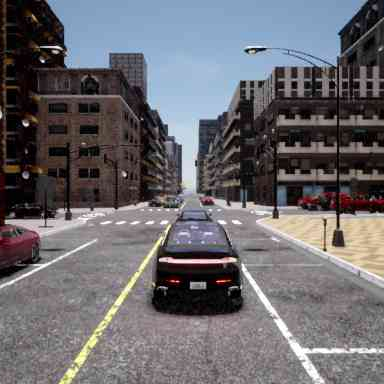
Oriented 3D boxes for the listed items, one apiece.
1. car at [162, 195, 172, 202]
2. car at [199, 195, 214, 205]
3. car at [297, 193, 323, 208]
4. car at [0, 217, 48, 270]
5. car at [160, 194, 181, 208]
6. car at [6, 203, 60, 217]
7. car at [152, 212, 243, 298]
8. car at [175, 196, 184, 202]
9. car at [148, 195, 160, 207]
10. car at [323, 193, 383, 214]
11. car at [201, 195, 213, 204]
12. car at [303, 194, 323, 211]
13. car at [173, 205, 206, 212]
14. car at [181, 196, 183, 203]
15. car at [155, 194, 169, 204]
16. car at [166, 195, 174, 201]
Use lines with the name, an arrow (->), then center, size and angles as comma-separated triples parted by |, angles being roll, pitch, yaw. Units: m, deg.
car -> -5.613, 1.471, 74.031 | 1.967, 1.590, 4.097 | 0, 0, 0
car -> 2.748, 1.458, 56.976 | 1.967, 1.590, 4.097 | 0, 0, 0
car -> 14.598, 1.015, 37.595 | 5.009, 1.841, 2.192 | -1, 1, 0
car -> -5.732, 1.582, 9.277 | 1.802, 1.307, 4.206 | 0, 0, 0
car -> -3.015, 1.365, 48.248 | 2.097, 1.767, 4.553 | 0, 0, 0
car -> -15.156, 1.767, 31.586 | 4.892, 1.490, 1.837 | -2, 0, 0
car -> 0.111, 1.491, 8.484 | 2.128, 1.511, 4.902 | 0, 0, 0
car -> -2.917, 1.572, 79.118 | 2.033, 1.411, 5.357 | 0, 0, 0
car -> -5.637, 1.581, 51.301 | 1.947, 1.339, 4.313 | 0, 0, 0
car -> 14.724, 1.029, 29.217 | 5.009, 1.841, 2.192 | -1, 1, 0
car -> 2.755, 1.462, 62.659 | 1.967, 1.590, 4.097 | 0, 0, 0
car -> 14.603, 1.230, 35.024 | 4.674, 1.442, 1.812 | -1, 0, 0
car -> 0.116, 1.565, 17.099 | 1.994, 1.385, 4.181 | 0, 0, 0
car -> -3.019, 1.620, 58.181 | 1.895, 1.301, 4.718 | 0, 0, 0
car -> -5.626, 1.337, 62.666 | 2.192, 1.841, 5.009 | 0, 0, 0
car -> -5.601, 1.481, 85.396 | 1.967, 1.590, 4.097 | 0, 0, 0
